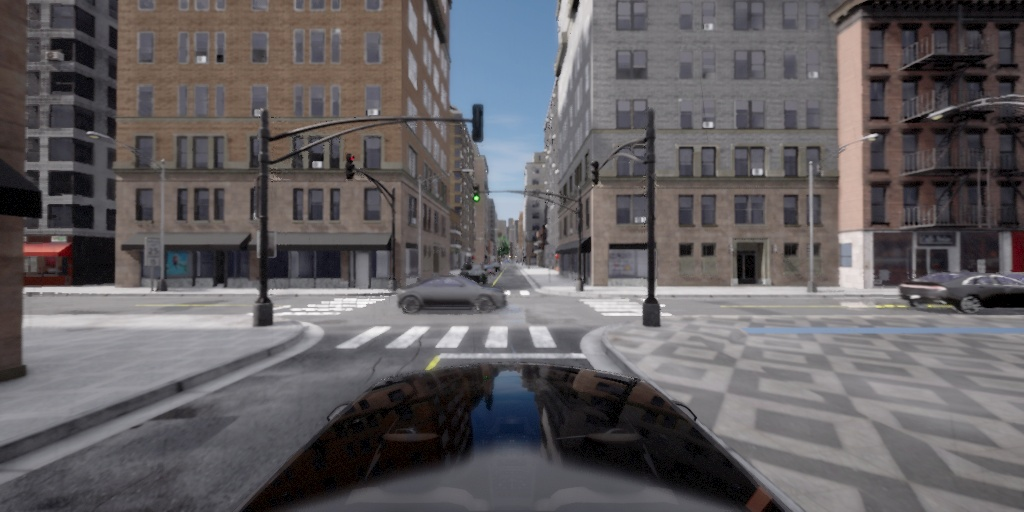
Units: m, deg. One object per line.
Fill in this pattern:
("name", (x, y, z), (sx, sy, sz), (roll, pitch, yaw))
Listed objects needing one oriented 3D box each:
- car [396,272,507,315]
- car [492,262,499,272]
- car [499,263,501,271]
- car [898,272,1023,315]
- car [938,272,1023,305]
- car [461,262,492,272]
("car", (-2.268, 1.449, 13.914), (4.181, 1.385, 1.994), (0, -1, 0))
("car", (-3.092, 1.775, 44.748), (1.994, 1.385, 4.181), (0, -1, 0))
("car", (-3.005, 1.806, 63.669), (2.097, 1.767, 4.553), (0, -1, 0))
("car", (18.120, 1.406, 13.976), (4.902, 1.511, 2.128), (0, -1, 0))
("car", (24.182, 1.495, 17.095), (5.357, 1.411, 2.033), (0, -1, 0))
("car", (-3.097, 1.403, 29.631), (2.097, 1.767, 4.553), (0, -1, 0))
